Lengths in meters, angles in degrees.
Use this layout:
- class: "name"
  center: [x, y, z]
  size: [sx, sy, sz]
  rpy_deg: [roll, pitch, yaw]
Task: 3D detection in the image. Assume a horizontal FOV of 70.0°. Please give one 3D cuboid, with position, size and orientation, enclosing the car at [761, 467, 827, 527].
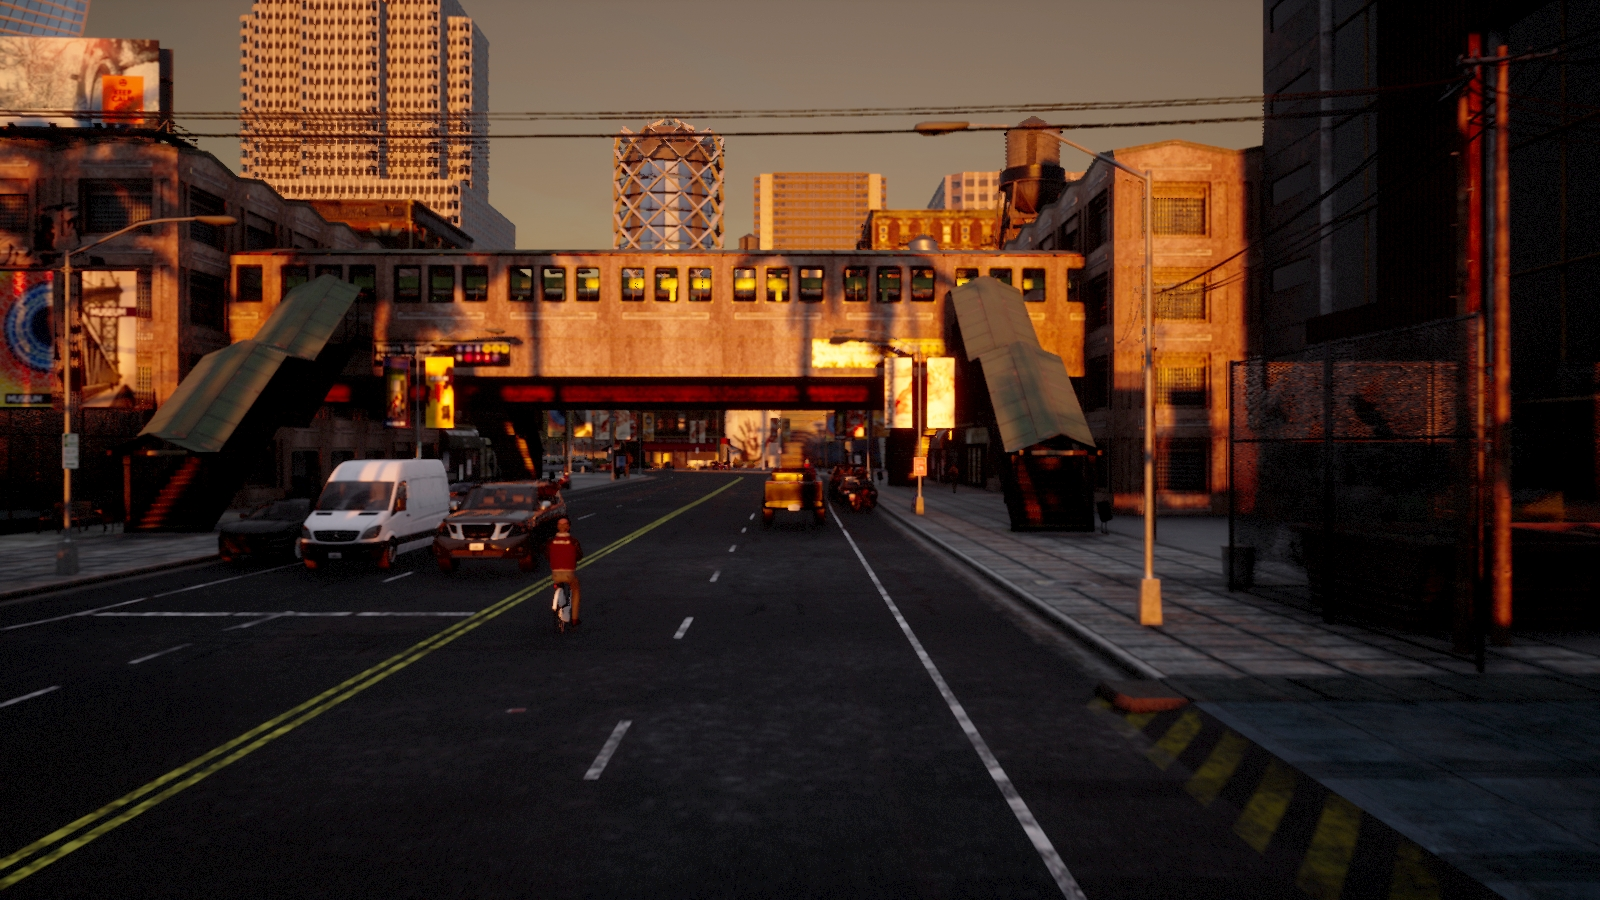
- class: "car"
  center: [-0.240, 1.757, 44.919]
  size: [2.390, 2.098, 6.274]
  rpy_deg: [0, 0, 0]

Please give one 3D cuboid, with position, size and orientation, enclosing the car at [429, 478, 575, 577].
- class: "car"
  center: [-7.140, 1.782, 28.033]
  size: [2.150, 2.045, 5.566]
  rpy_deg: [0, 0, 0]

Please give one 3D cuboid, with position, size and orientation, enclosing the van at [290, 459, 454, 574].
- class: "van"
  center: [-10.646, 1.537, 29.017]
  size: [1.988, 2.561, 5.915]
  rpy_deg: [0, 0, 0]

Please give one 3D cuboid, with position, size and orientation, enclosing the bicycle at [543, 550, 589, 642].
- class: "bicycle"
  center: [-3.578, 2.212, 17.582]
  size: [0.329, 1.171, 1.835]
  rpy_deg: [0, 0, 0]

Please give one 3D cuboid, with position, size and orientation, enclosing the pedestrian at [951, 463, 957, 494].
- class: "pedestrian"
  center: [9.327, 1.702, 69.238]
  size: [0.375, 1.860, 0.375]
  rpy_deg: [0, 0, 6]
